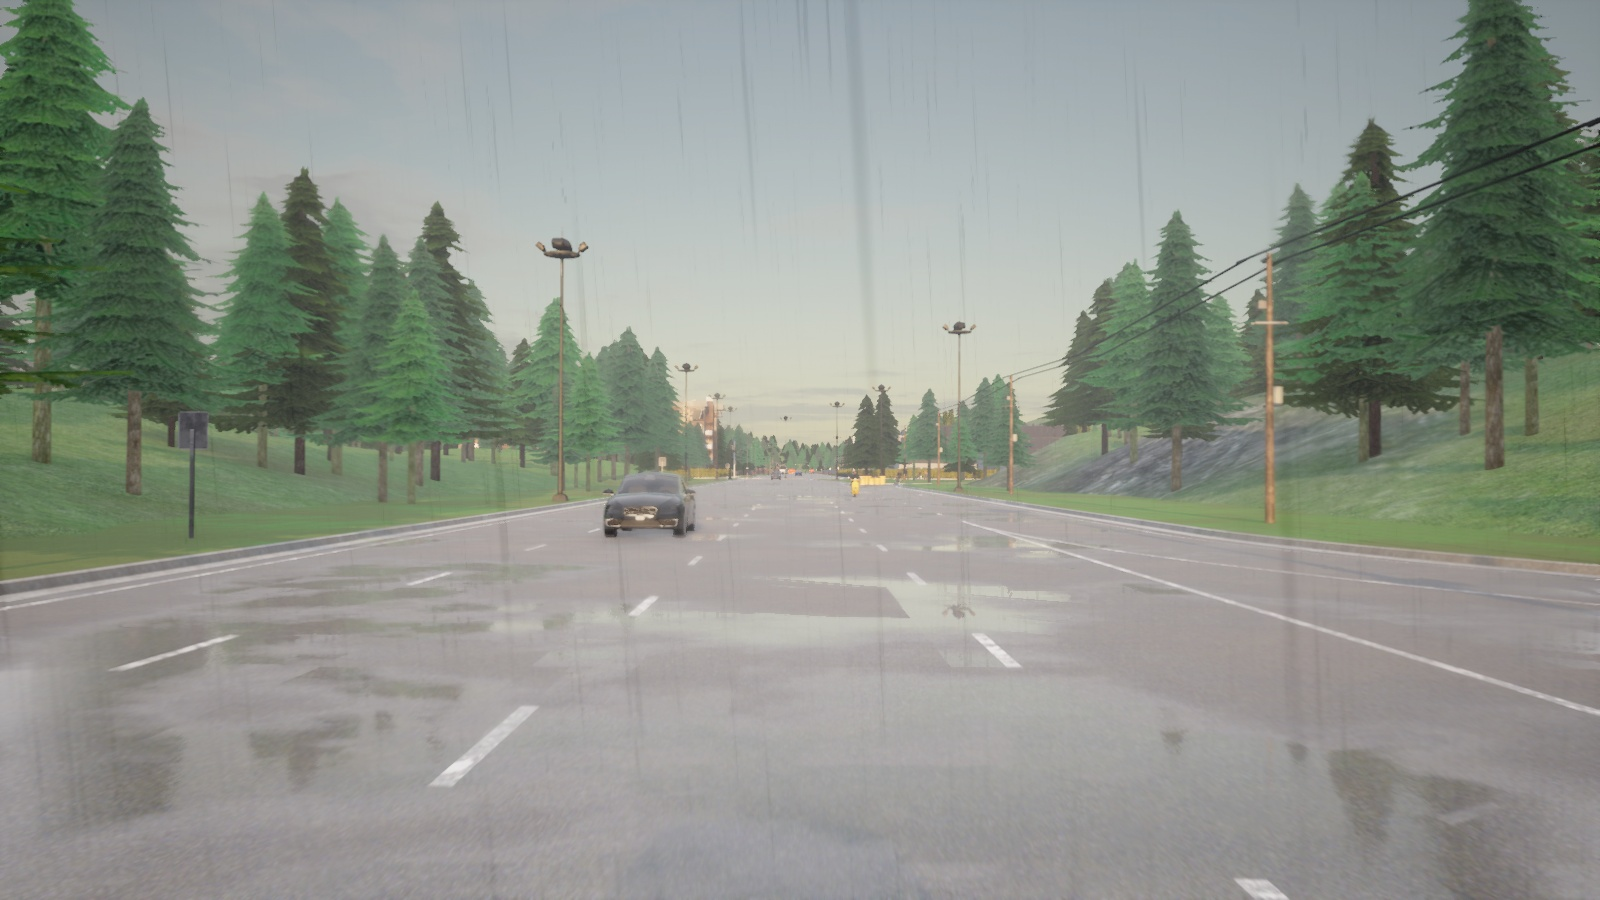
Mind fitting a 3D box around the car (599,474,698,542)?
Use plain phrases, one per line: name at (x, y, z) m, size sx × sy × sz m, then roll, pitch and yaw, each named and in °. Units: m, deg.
car at (-3.574, 1.343, 30.419) m, size 1.837 × 1.490 × 4.892 m, roll 0°, pitch -1°, yaw 0°
